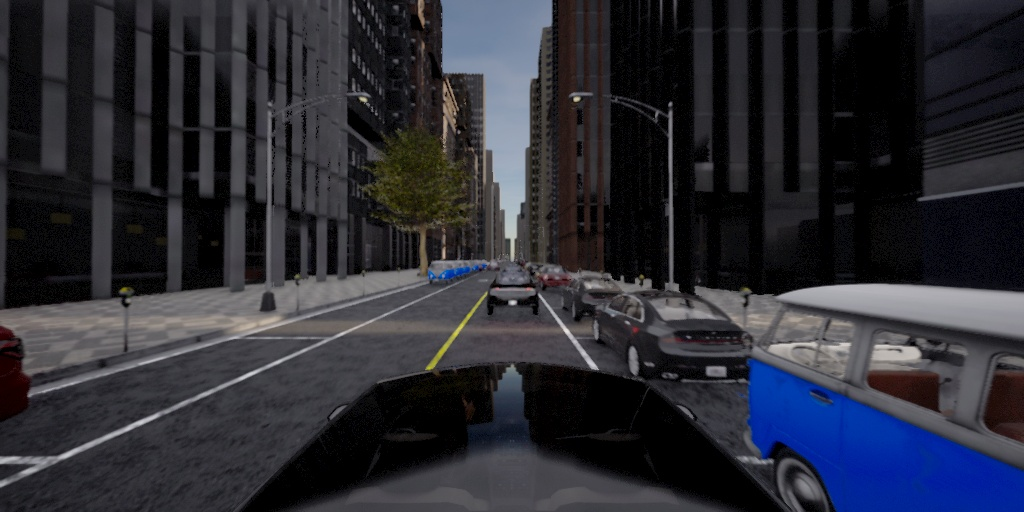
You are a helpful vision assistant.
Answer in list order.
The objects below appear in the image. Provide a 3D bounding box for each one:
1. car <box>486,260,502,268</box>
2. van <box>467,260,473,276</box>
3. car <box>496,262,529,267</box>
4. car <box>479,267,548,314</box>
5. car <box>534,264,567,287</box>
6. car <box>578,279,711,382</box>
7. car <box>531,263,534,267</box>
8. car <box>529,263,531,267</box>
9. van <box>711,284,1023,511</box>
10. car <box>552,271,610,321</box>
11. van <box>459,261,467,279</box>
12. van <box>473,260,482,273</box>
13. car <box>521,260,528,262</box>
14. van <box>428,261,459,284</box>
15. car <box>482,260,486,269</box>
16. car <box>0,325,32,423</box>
[{"bbox_3d":[-3.029,1.770,58.637,1.812,1.442,4.674,0,-1,1],"label":"car"},{"bbox_3d":[-5.740,1.426,40.744,1.690,1.789,3.998,0,0,0],"label":"van"},{"bbox_3d":[0.058,1.477,29.275,2.128,1.511,4.902,0,0,1],"label":"car"},{"bbox_3d":[0.049,1.348,14.236,2.128,1.511,4.902,0,0,1],"label":"car"},{"bbox_3d":[2.775,1.378,23.890,1.967,1.591,4.097,0,0,0],"label":"car"},{"bbox_3d":[2.766,1.345,7.035,2.007,1.370,4.403,0,0,0],"label":"car"},{"bbox_3d":[2.779,1.512,29.679,1.751,1.417,4.829,0,0,0],"label":"car"},{"bbox_3d":[2.785,1.650,40.746,1.948,1.339,4.313,0,0,0],"label":"car"},{"bbox_3d":[2.763,1.088,1.416,1.690,1.789,3.998,0,0,0],"label":"van"},{"bbox_3d":[2.769,1.392,12.654,2.007,1.370,4.403,0,0,0],"label":"car"},{"bbox_3d":[-5.743,1.377,35.126,1.690,1.789,3.998,0,0,0],"label":"van"},{"bbox_3d":[-5.734,1.526,51.980,1.690,1.789,3.998,0,0,0],"label":"van"},{"bbox_3d":[2.794,1.760,57.772,1.751,1.417,4.829,0,0,0],"label":"car"},{"bbox_3d":[-5.747,1.328,29.508,1.690,1.789,3.998,0,0,0],"label":"van"},{"bbox_3d":[-5.731,1.781,57.598,1.888,1.381,4.507,0,0,0],"label":"car"},{"bbox_3d":[-5.762,1.063,1.417,2.192,1.841,5.009,0,0,0],"label":"car"}]
